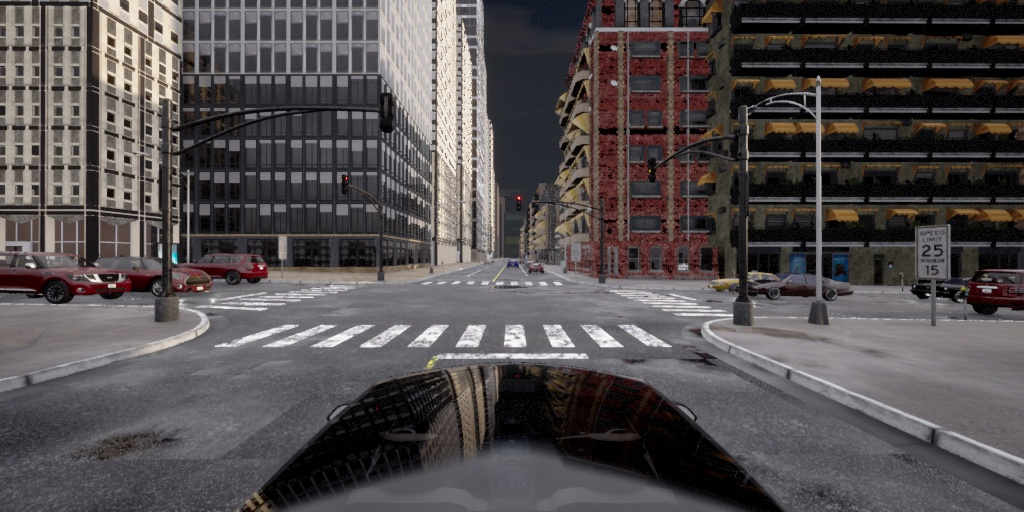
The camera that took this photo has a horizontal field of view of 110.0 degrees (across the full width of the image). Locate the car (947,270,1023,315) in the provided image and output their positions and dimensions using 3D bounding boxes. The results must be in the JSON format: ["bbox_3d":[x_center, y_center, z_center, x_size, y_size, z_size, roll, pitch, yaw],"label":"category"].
[{"bbox_3d":[20.612,1.461,13.769,5.009,1.841,2.192,0,0,0],"label":"car"}]

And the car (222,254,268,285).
[{"bbox_3d":[-17.688,0.776,21.826,5.009,1.841,2.192,0,0,0],"label":"car"}]

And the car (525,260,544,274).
[{"bbox_3d":[2.785,1.341,41.783,1.802,1.307,4.207,0,0,0],"label":"car"}]

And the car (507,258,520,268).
[{"bbox_3d":[0.166,1.249,61.366,1.882,1.535,5.008,0,-1,0],"label":"car"}]

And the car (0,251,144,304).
[{"bbox_3d":[-17.562,0.757,13.446,5.009,1.841,2.192,0,0,0],"label":"car"}]

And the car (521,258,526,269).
[{"bbox_3d":[2.749,1.317,54.700,2.007,1.370,4.403,0,0,0],"label":"car"}]

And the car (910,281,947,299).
[{"bbox_3d":[24.883,1.839,19.560,4.718,1.301,1.895,1,0,-1],"label":"car"}]

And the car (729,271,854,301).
[{"bbox_3d":[15.253,1.610,19.485,5.357,1.411,2.033,1,0,0],"label":"car"}]

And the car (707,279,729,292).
[{"bbox_3d":[14.653,1.587,22.072,4.829,1.417,1.751,0,0,0],"label":"car"}]

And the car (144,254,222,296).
[{"bbox_3d":[-16.273,0.825,16.081,4.553,1.767,2.097,1,0,-2],"label":"car"}]
